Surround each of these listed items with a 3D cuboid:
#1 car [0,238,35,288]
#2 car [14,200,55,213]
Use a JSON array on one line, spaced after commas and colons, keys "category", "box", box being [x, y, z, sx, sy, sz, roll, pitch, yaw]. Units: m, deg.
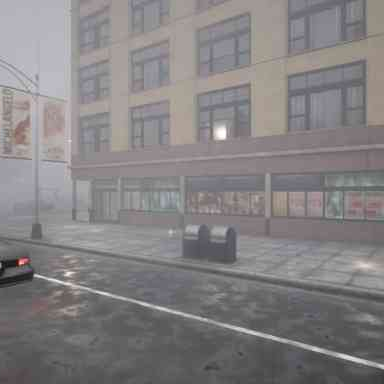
[{"category": "car", "box": [-6.014, 1.547, 8.156, 5.357, 1.411, 2.033, 0, 0, 35]}, {"category": "car", "box": [-17.741, 1.564, 37.604, 1.994, 1.385, 4.181, 0, 0, 35]}]
